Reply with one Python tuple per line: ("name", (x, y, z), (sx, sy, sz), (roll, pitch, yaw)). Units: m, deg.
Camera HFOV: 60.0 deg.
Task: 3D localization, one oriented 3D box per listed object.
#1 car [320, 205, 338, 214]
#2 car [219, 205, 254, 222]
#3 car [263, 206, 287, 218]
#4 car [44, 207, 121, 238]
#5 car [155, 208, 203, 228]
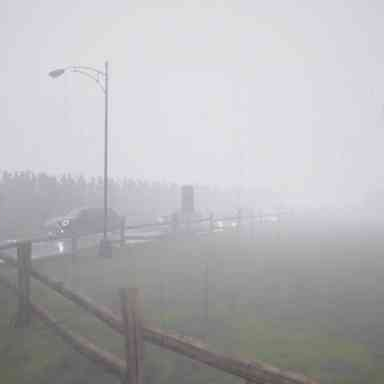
("car", (22.424, 2.824, 54.454), (1.882, 1.535, 5.008), (-1, -2, 36))
("car", (4.754, 2.132, 35.048), (2.097, 1.767, 4.553), (-1, -2, 36))
("car", (10.817, 2.541, 43.316), (1.812, 1.442, 4.674), (-1, -2, 35))
("car", (-6.315, 1.694, 19.673), (2.097, 1.767, 4.553), (-1, -2, 34))
("car", (-0.946, 2.048, 27.180), (2.128, 1.511, 4.902), (-1, -2, 36))
